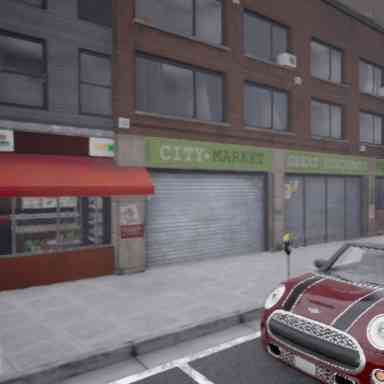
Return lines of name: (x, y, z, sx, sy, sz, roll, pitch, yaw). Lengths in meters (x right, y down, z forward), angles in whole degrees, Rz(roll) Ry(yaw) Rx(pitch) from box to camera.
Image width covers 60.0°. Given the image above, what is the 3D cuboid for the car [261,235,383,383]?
car: (2.907, 1.434, 4.926, 4.097, 1.590, 1.967, 0, 0, -35)
